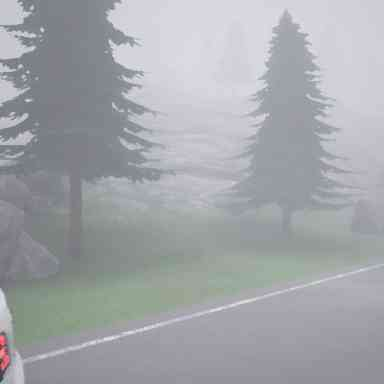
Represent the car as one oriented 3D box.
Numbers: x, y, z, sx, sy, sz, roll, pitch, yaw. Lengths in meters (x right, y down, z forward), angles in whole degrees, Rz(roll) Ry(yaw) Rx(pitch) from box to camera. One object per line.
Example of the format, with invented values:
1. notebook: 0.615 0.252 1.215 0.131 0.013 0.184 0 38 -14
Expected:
1. car: -3.746 1.223 1.267 5.566 2.045 2.150 0 0 -36
